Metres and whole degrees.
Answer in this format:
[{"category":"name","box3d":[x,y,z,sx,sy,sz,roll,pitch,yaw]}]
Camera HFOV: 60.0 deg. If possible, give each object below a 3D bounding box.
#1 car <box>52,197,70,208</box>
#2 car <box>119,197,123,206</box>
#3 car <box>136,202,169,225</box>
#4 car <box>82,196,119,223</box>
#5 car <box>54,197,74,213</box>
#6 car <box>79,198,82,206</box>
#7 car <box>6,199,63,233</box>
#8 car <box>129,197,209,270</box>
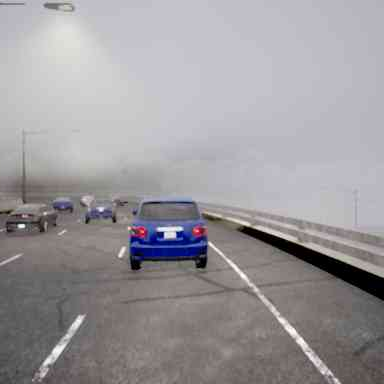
[{"category":"car","box3d":[-18.187,1.357,46.105,1.994,1.385,4.181,0,0,-26]},{"category":"car","box3d":[-11.201,1.296,47.760,1.812,1.442,4.674,0,0,-26]},{"category":"car","box3d":[-3.010,1.478,24.413,1.895,1.301,4.718,0,0,-13]},{"category":"car","box3d":[-6.713,1.234,24.784,2.097,1.767,4.553,0,0,-14]},{"category":"car","box3d":[-13.507,1.320,34.976,1.882,1.535,5.008,0,0,-20]},{"category":"car","box3d":[-14.809,1.307,47.182,1.812,1.442,4.674,0,0,-26]},{"category":"car","box3d":[-9.013,1.424,19.069,1.837,1.490,4.892,0,1,-11]},{"category":"car","box3d":[-0.812,1.164,11.001,2.150,2.045,5.566,0,0,-6]}]
